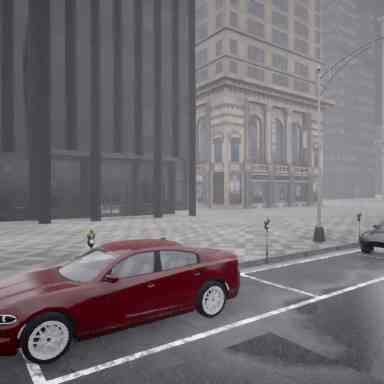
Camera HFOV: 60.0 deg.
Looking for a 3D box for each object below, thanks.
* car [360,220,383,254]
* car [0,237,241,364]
[{"bbox_3d":[8.022,1.564,12.391,4.313,1.339,1.947,0,0,-36],"label":"car"},{"bbox_3d":[-1.155,1.544,5.830,4.507,1.381,1.887,0,0,-36],"label":"car"}]
